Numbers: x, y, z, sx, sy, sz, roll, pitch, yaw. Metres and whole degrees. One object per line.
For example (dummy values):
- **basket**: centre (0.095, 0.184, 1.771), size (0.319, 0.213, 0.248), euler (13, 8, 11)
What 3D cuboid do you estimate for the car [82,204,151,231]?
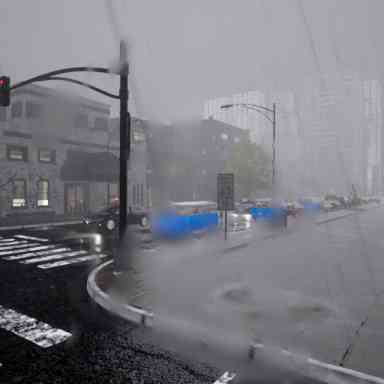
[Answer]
- **car**: centre (-4.644, 1.529, 21.199), size (1.837, 1.490, 4.892), euler (1, 0, 35)

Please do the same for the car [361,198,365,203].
- **car**: centre (28.534, 1.748, 58.461), size (1.752, 1.417, 4.829), euler (0, 0, 35)

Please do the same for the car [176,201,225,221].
- **car**: centre (0.820, 1.554, 28.994), size (1.837, 1.490, 4.892), euler (1, 0, 35)

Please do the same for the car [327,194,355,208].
- **car**: centre (22.100, 1.497, 49.278), size (2.192, 1.841, 5.009), euler (0, 0, 35)

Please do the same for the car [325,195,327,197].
- **car**: centre (24.155, 1.412, 56.716), size (2.150, 2.045, 5.566), euler (1, 0, 35)

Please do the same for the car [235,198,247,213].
- **car**: centre (6.501, 1.604, 37.077), size (1.812, 1.442, 4.674), euler (1, 0, 35)

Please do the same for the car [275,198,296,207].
- **car**: centre (15.246, 1.666, 54.100), size (1.887, 1.381, 4.507), euler (0, 0, 35)

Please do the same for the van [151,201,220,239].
- **van**: centre (-0.081, 1.407, 17.622), size (1.690, 1.788, 3.998), euler (0, 0, 35)

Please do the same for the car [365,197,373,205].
- **car**: centre (34.773, 1.810, 67.365), size (1.887, 1.381, 4.507), euler (0, 0, 35)

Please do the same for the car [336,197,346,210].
- **car**: centre (18.929, 1.729, 44.754), size (1.947, 1.339, 4.313), euler (0, 0, 35)

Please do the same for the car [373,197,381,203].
- **car**: centre (44.279, 1.900, 80.932), size (1.947, 1.339, 4.313), euler (0, 0, 35)

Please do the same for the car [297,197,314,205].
- **car**: centre (21.583, 1.706, 63.144), size (1.887, 1.381, 4.507), euler (0, 0, 35)

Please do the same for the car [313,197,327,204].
- **car**: centre (27.822, 1.729, 72.049), size (1.752, 1.417, 4.829), euler (0, 0, 35)

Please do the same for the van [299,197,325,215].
- **van**: centre (12.593, 1.469, 35.711), size (1.690, 1.788, 3.998), euler (0, 0, 35)

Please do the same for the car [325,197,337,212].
- **car**: centre (15.859, 1.671, 40.372), size (1.752, 1.417, 4.829), euler (0, 0, 35)

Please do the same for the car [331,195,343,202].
- **car**: centre (37.426, 1.713, 85.755), size (1.967, 1.590, 4.097), euler (0, 0, 35)

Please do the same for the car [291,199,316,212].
- **car**: centre (14.403, 1.694, 42.804), size (1.994, 1.385, 4.181), euler (1, 0, 35)

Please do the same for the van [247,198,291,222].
- **van**: centre (6.256, 1.436, 26.667), size (1.690, 1.788, 3.998), euler (0, 0, 35)

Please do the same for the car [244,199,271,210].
- **car**: centre (8.909, 1.629, 45.057), size (1.887, 1.381, 4.507), euler (0, 0, 35)

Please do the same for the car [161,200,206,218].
- **car**: centre (-0.695, 1.558, 31.351), size (1.752, 1.417, 4.829), euler (0, 0, 35)

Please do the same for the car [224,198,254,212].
- **car**: centre (5.741, 1.507, 40.535), size (1.967, 1.590, 4.097), euler (0, 0, 35)

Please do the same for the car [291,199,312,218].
- **car**: centre (9.423, 1.656, 31.188), size (1.887, 1.381, 4.507), euler (0, 0, 35)

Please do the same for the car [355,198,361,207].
- **car**: centre (25.269, 1.517, 53.800), size (2.192, 1.841, 5.009), euler (0, 0, 35)
